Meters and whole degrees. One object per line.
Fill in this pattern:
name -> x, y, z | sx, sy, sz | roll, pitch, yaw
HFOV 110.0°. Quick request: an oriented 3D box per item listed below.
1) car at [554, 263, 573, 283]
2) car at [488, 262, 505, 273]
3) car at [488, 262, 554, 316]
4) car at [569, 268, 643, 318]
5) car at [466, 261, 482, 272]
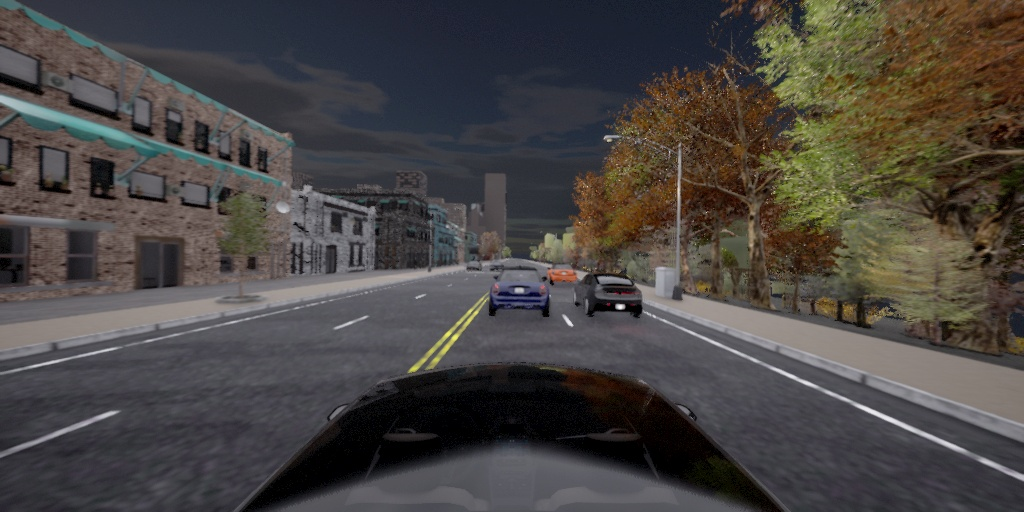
car -> 3.949, 1.334, 28.916 | 2.097, 1.767, 4.553 | 1, 0, 2
car -> -2.131, 1.546, 51.053 | 2.033, 1.411, 5.357 | 1, 0, 2
car -> 0.313, 1.179, 14.013 | 2.097, 1.767, 4.553 | 1, 0, 2
car -> 3.559, 1.393, 13.928 | 1.837, 1.490, 4.892 | 1, 0, 2
car -> -5.367, 1.444, 51.460 | 1.837, 1.490, 4.892 | 1, 0, 2
